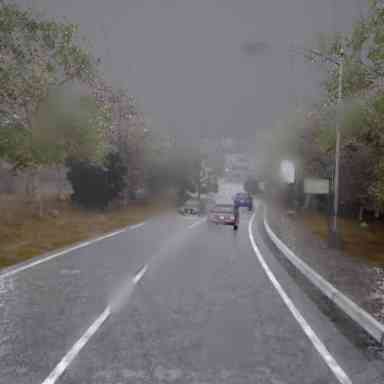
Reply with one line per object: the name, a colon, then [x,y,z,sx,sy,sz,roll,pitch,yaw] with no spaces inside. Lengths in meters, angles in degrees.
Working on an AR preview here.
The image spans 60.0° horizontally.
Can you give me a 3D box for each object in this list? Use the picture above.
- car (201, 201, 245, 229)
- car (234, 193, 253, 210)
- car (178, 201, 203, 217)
car: [2.162,1.531,21.726,2.033,1.411,5.357,1,0,10]
car: [6.573,1.206,42.451,2.150,2.045,5.566,1,0,12]
car: [0.130,1.475,30.237,1.994,1.385,4.181,1,0,12]
